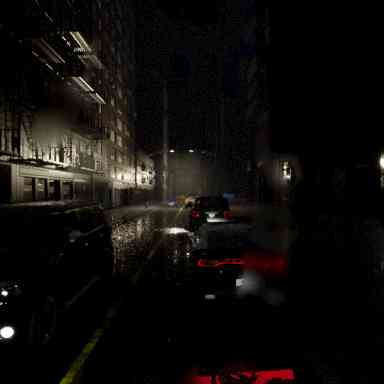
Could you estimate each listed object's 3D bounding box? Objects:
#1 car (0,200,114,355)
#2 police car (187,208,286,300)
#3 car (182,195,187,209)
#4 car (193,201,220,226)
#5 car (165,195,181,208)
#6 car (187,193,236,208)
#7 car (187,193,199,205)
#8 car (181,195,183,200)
[{"bbox_3d":[-3.084,1.221,6.452,2.150,2.045,5.566,0,0,0],"label":"car"},{"bbox_3d":[0.920,1.425,8.560,1.930,1.638,5.238,0,0,0],"label":"police car"},{"bbox_3d":[0.147,1.375,45.570,2.097,1.767,4.553,0,0,1],"label":"car"},{"bbox_3d":[0.962,1.508,24.451,1.837,1.490,4.892,0,0,0],"label":"car"},{"bbox_3d":[-2.971,1.554,49.876,1.812,1.442,4.674,0,0,0],"label":"car"},{"bbox_3d":[0.947,1.226,18.480,2.150,2.045,5.566,0,0,0],"label":"car"},{"bbox_3d":[0.150,1.263,59.565,2.150,2.045,5.566,0,0,0],"label":"car"},{"bbox_3d":[-2.789,1.506,83.874,1.882,1.535,5.008,0,0,0],"label":"car"}]
